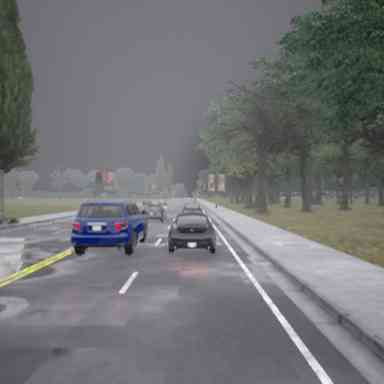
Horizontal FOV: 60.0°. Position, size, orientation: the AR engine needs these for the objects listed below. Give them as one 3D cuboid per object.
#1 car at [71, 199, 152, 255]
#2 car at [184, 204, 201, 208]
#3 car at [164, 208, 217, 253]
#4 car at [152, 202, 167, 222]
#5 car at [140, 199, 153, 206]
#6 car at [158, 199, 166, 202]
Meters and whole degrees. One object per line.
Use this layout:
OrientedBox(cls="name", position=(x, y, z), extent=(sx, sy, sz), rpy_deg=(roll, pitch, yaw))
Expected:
OrientedBox(cls="car", position=(-3.246, 1.352, 14.032), extent=(2.150, 2.045, 5.566), rpy_deg=(0, 0, 0))
OrientedBox(cls="car", position=(0.011, 1.784, 29.303), extent=(2.128, 1.511, 4.902), rpy_deg=(0, -1, 0))
OrientedBox(cls="car", position=(0.008, 1.646, 14.302), extent=(1.837, 1.490, 4.892), rpy_deg=(0, 0, 0))
OrientedBox(cls="car", position=(-3.243, 1.835, 28.999), extent=(2.033, 1.411, 5.357), rpy_deg=(0, -1, 0))
OrientedBox(cls="car", position=(-9.734, 2.307, 71.805), extent=(2.033, 1.411, 5.357), rpy_deg=(0, -1, 0))
OrientedBox(cls="car", position=(-6.484, 2.292, 71.805), extent=(1.812, 1.442, 4.674), rpy_deg=(0, -1, 0))
